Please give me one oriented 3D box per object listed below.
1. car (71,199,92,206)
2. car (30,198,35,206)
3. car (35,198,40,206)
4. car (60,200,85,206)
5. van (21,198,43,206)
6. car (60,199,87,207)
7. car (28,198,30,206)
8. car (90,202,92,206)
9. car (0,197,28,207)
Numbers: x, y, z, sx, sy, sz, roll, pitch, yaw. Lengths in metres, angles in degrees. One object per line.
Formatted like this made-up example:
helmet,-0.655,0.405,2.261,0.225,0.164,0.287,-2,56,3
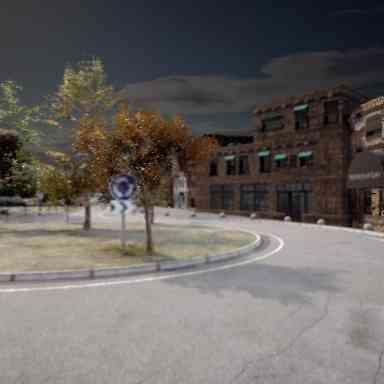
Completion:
car,-26.987,2.560,81.166,4.553,1.767,2.185,0,-2,-11
car,-37.504,2.094,71.362,5.566,2.045,2.435,0,-2,-11
car,-38.813,2.548,76.919,5.366,1.575,1.946,0,-2,-11
car,-24.031,2.053,66.283,4.553,1.767,2.185,0,-2,-11
van,-39.567,2.550,82.335,4.442,1.987,1.878,0,-2,-11
car,-24.603,2.267,69.260,5.008,1.535,2.097,0,-2,-11
car,-36.975,2.260,68.613,4.892,1.521,2.231,0,-2,-11
car,-25.202,2.102,72.122,5.566,2.045,2.435,0,-2,-11
car,-36.428,1.930,66.009,5.566,2.045,2.435,0,-2,-11
